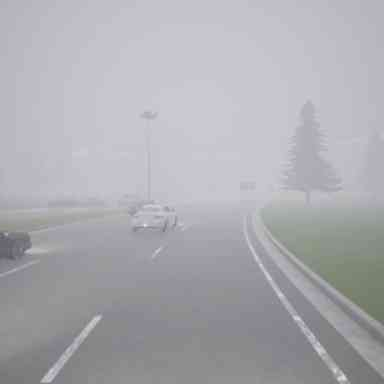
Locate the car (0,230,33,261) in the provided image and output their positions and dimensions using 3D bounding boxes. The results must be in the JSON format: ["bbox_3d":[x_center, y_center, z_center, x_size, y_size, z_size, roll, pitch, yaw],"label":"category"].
[{"bbox_3d":[-6.570,1.503,9.092,2.033,1.411,5.357,0,0,3],"label":"car"}]

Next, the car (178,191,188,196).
[{"bbox_3d":[-2.351,0.512,82.244,2.097,1.767,4.553,0,0,15],"label":"car"}]

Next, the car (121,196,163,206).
[{"bbox_3d":[-4.049,1.387,29.442,2.033,1.411,5.357,0,0,10],"label":"car"}]

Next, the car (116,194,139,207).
[{"bbox_3d":[-8.618,1.105,45.772,2.097,1.767,4.553,0,0,15],"label":"car"}]

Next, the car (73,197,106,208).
[{"bbox_3d":[-12.943,1.336,43.197,1.994,1.385,4.181,0,0,15],"label":"car"}]

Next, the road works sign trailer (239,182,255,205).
[{"bbox_3d":[8.755,0.161,52.280,2.380,3.560,2.880,0,0,15],"label":"road works sign trailer"}]

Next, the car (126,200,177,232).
[{"bbox_3d":[-2.056,1.421,19.032,1.812,1.442,4.674,0,0,7],"label":"car"}]

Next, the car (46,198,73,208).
[{"bbox_3d":[-16.615,1.378,43.066,1.895,1.301,4.718,0,0,16],"label":"car"}]
